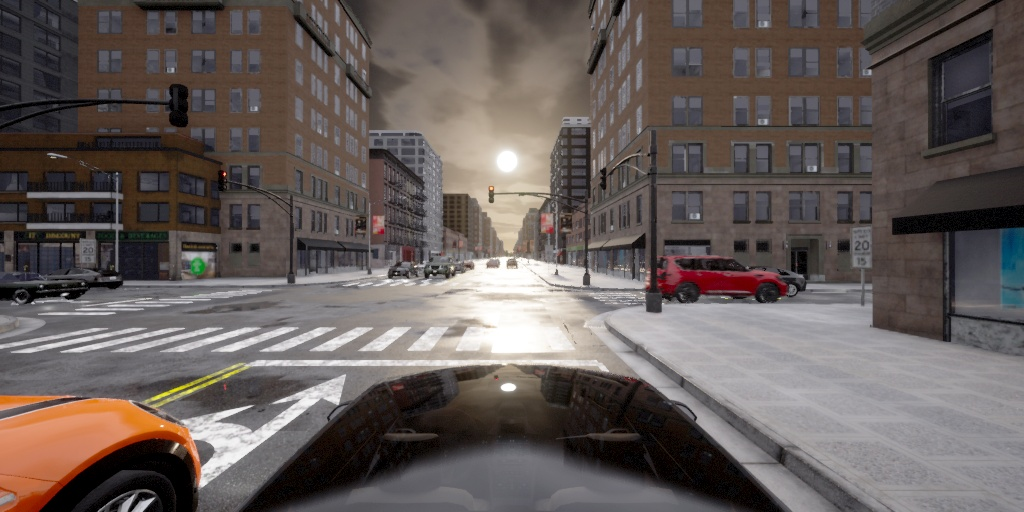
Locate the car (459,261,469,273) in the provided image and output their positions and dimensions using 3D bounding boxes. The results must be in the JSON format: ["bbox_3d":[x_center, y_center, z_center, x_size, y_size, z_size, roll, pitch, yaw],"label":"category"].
[{"bbox_3d":[-6.674,1.310,43.028,1.994,1.385,4.181,0,0,0],"label":"car"}]

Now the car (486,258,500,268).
[{"bbox_3d":[-3.359,1.304,61.955,1.994,1.385,4.181,0,0,0],"label":"car"}]

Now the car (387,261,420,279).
[{"bbox_3d":[-9.900,1.253,33.054,1.837,1.490,4.892,0,0,0],"label":"car"}]

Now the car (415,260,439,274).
[{"bbox_3d":[-9.918,1.272,42.203,1.812,1.442,4.674,0,0,0],"label":"car"}]

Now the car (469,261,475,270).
[{"bbox_3d":[-6.684,1.344,53.157,1.895,1.301,4.718,0,0,0],"label":"car"}]

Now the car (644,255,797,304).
[{"bbox_3d":[8.726,0.992,15.702,5.566,2.045,2.150,0,0,0],"label":"car"}]

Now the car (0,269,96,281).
[{"bbox_3d":[-21.514,1.345,15.473,4.718,1.301,1.895,0,0,0],"label":"car"}]

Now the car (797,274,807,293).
[{"bbox_3d":[12.427,1.294,18.644,4.892,1.490,1.837,0,0,1],"label":"car"}]

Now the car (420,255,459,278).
[{"bbox_3d":[-6.646,0.970,33.608,2.150,2.045,5.566,0,0,0],"label":"car"}]

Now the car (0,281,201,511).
[{"bbox_3d":[-3.237,1.102,0.608,2.097,1.767,4.553,0,0,0],"label":"car"}]

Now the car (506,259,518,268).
[{"bbox_3d":[-0.007,1.243,61.931,1.837,1.490,4.892,0,0,0],"label":"car"}]

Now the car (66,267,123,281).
[{"bbox_3d":[-25.408,1.330,20.966,4.313,1.339,1.948,0,0,0],"label":"car"}]
